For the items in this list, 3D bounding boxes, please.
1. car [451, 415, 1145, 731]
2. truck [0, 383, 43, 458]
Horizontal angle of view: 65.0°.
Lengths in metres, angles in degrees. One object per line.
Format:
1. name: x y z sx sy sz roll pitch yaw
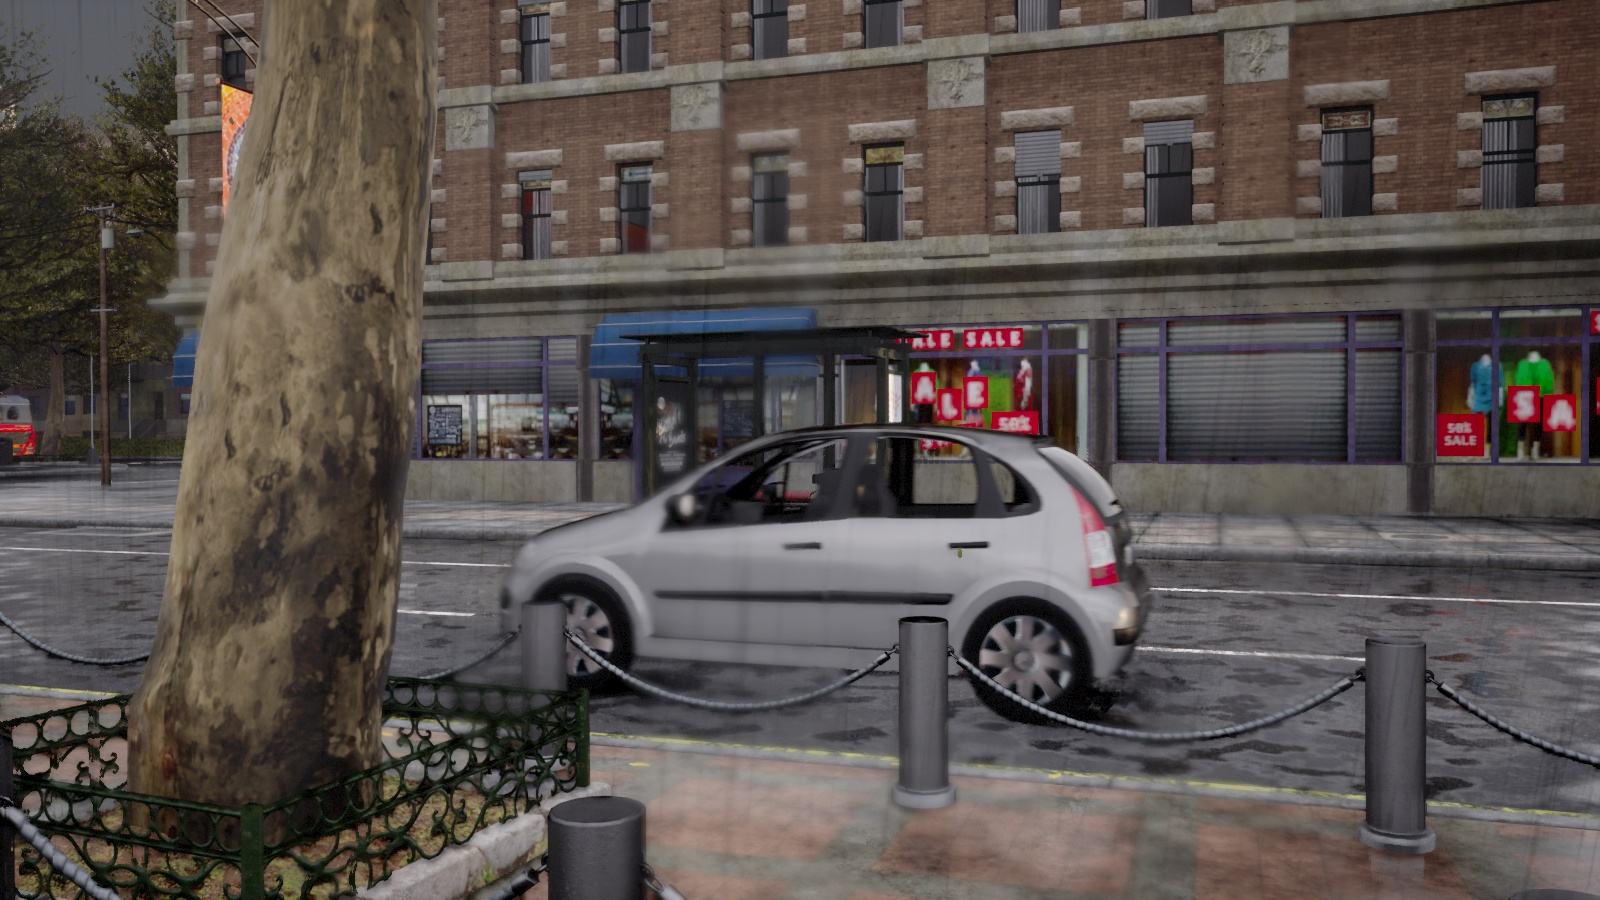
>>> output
1. car: 0.048 0.598 7.923 3.988 1.617 1.851 1 1 19
2. truck: -44.725 -1.574 66.723 8.468 3.827 2.891 1 1 19
